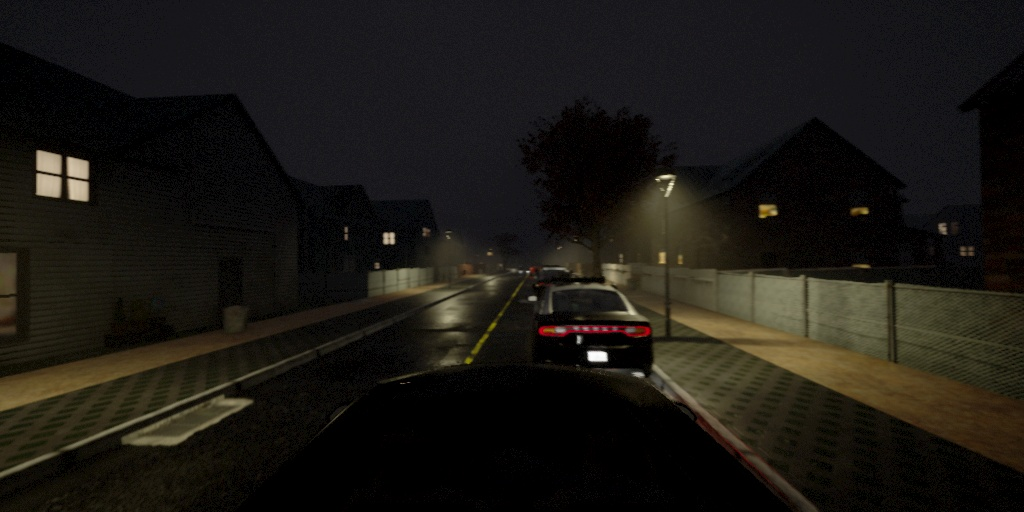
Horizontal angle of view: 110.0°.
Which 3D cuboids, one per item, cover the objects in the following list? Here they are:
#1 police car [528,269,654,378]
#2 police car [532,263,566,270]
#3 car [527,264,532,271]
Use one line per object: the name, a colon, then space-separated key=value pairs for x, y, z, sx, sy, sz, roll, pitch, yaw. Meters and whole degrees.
police car: x=1.377 y=1.227 z=7.589 sx=1.930 sy=1.638 sz=5.238 roll=-1 pitch=-1 yaw=4
police car: x=2.098 y=1.335 z=17.563 sx=1.930 sy=1.638 sz=5.238 roll=-1 pitch=-1 yaw=4
car: x=3.403 y=1.668 z=46.483 sx=2.097 sy=1.767 sz=4.553 roll=-1 pitch=-1 yaw=5
